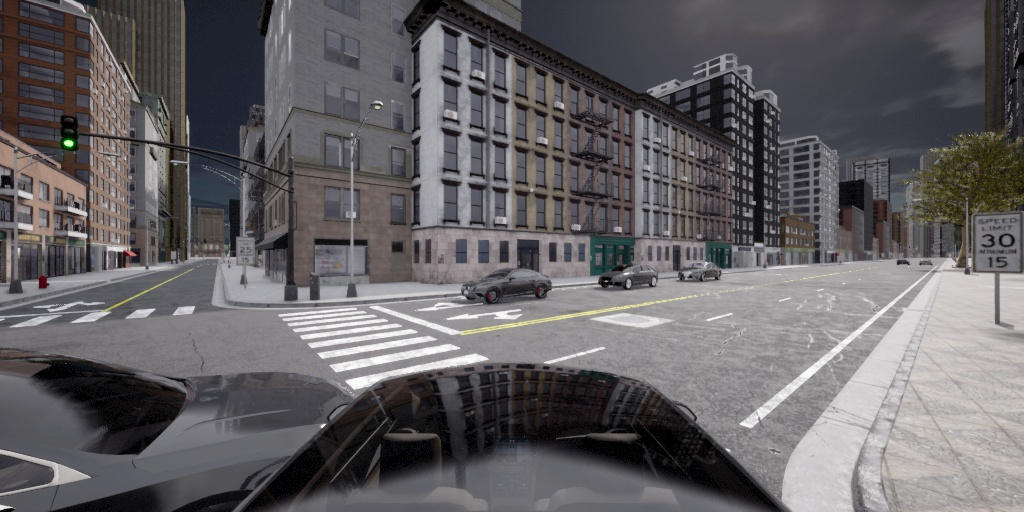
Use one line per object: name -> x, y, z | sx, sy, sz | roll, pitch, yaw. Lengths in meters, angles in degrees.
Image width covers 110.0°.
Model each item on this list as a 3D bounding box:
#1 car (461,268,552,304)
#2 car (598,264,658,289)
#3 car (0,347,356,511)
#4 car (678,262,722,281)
car -> -0.140, 1.286, 16.686 | 4.674, 1.442, 1.812 | 0, 0, -39
car -> 7.513, 1.257, 22.957 | 4.892, 1.490, 1.837 | 0, 0, -39
car -> -3.233, 1.257, 1.695 | 4.892, 1.490, 1.837 | 0, 0, -35
car -> 15.484, 1.234, 29.476 | 4.902, 1.511, 2.128 | 0, 0, -39
